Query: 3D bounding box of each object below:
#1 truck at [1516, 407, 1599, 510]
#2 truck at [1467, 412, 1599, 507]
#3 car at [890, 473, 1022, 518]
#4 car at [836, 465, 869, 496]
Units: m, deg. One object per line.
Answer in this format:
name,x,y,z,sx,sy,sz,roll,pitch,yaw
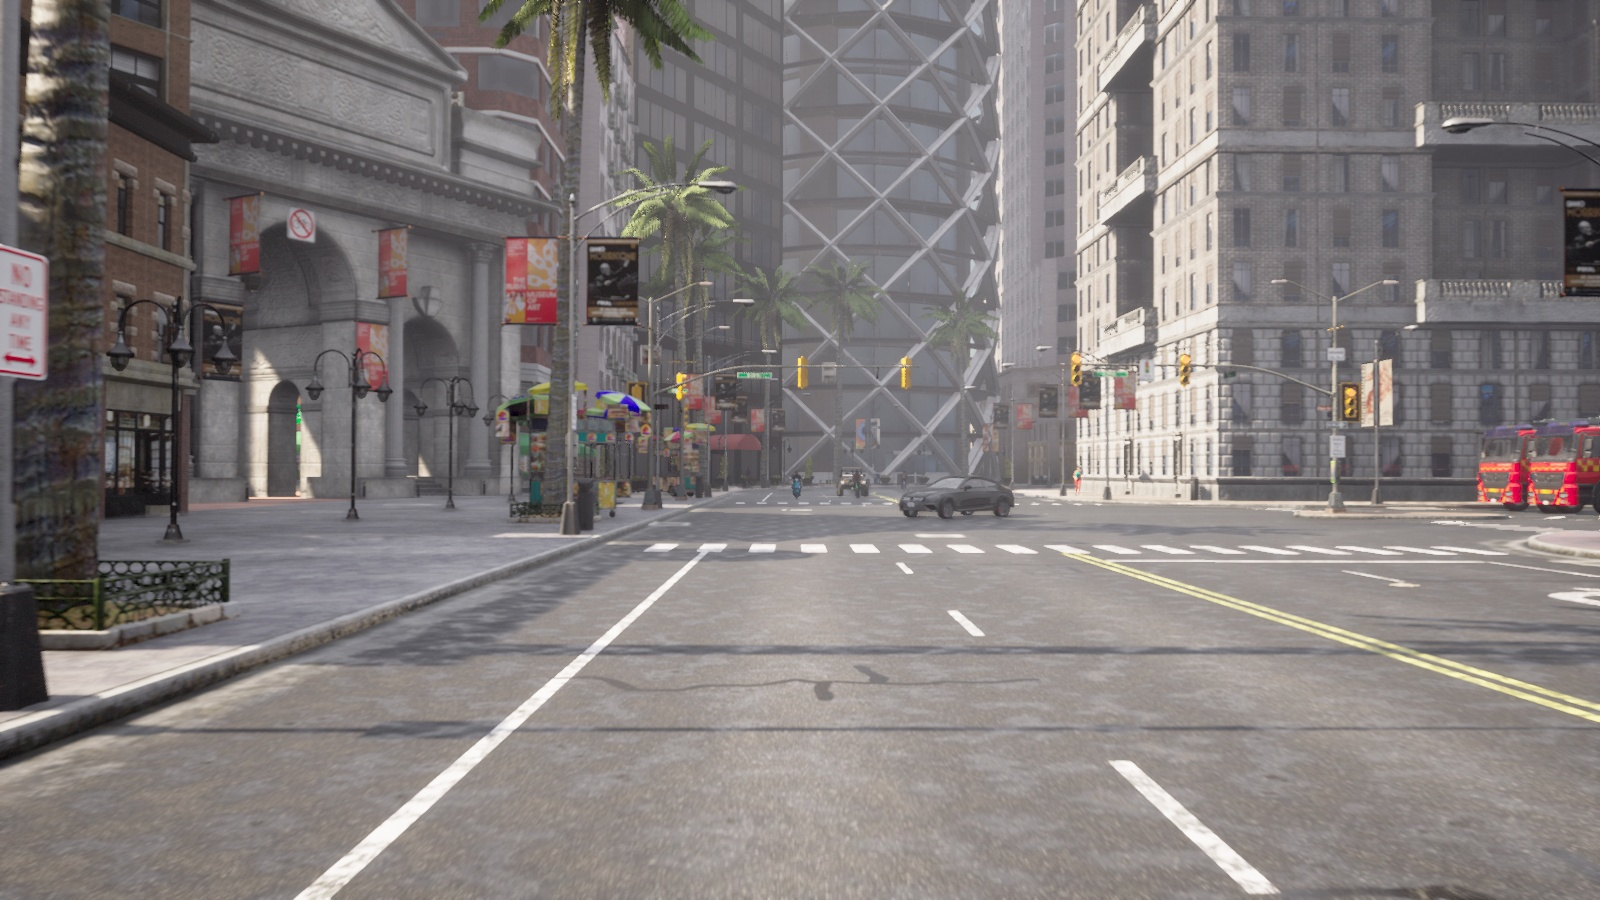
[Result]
truck,32.716,0.331,48.505,8.468,3.827,2.891,0,-1,-1
truck,32.627,0.390,52.004,8.468,3.827,2.891,0,-1,-1
car,5.403,1.541,43.118,4.674,1.442,1.812,1,-1,-41
car,3.306,1.926,79.344,1.905,1.878,3.866,0,-1,0
